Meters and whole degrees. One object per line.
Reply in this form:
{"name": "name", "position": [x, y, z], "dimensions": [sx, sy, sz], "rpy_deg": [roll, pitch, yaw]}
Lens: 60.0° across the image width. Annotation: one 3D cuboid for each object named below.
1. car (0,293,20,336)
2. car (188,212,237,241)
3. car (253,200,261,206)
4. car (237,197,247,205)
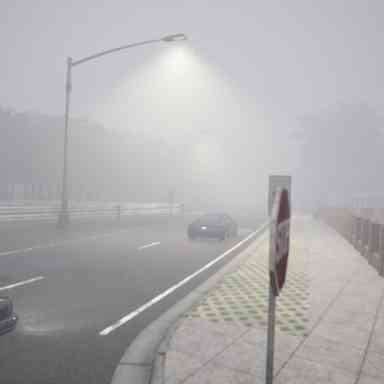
{"name": "car", "position": [-4.304, 1.512, 2.851], "dimensions": [2.033, 1.411, 5.357], "rpy_deg": [2, 0, 21]}
{"name": "car", "position": [1.243, 1.794, 18.334], "dimensions": [1.994, 1.385, 4.181], "rpy_deg": [2, 0, 19]}
{"name": "car", "position": [18.128, 3.012, 92.814], "dimensions": [2.033, 1.411, 5.357], "rpy_deg": [2, 0, 7]}
{"name": "car", "position": [14.574, 2.907, 93.719], "dimensions": [2.128, 1.511, 4.902], "rpy_deg": [2, 0, 8]}
